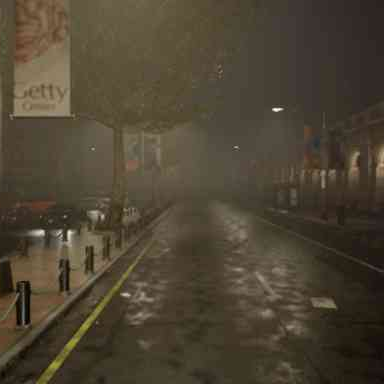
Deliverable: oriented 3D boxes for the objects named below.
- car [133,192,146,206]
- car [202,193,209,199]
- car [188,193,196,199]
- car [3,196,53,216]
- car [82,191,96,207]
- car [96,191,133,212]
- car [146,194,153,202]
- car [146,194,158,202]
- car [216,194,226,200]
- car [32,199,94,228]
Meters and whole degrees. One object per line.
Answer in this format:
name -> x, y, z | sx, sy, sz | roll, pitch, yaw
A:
car -> -8.076, 1.197, 46.024 | 2.128, 1.511, 4.902 | 0, 0, 0
car -> 3.470, 0.996, 85.034 | 2.033, 1.411, 5.357 | 0, 0, 0
car -> -0.030, 0.934, 84.986 | 1.882, 1.535, 5.008 | 0, 0, 0
car -> -14.566, 1.156, 30.246 | 2.097, 1.767, 4.553 | 0, 0, 31
car -> -11.598, 0.961, 39.754 | 2.150, 2.045, 5.566 | 0, 1, 0
car -> -8.105, 0.995, 35.402 | 2.150, 2.045, 5.566 | 0, 0, 0
car -> -8.033, 1.158, 57.258 | 1.812, 1.442, 4.674 | 0, 0, 0
car -> -8.025, 1.097, 67.005 | 1.812, 1.442, 4.674 | 0, 1, 0
car -> 6.722, 1.097, 77.814 | 1.895, 1.301, 4.718 | 0, 0, 0
car -> -8.103, 1.388, 21.380 | 1.812, 1.442, 4.674 | 0, 0, 0
